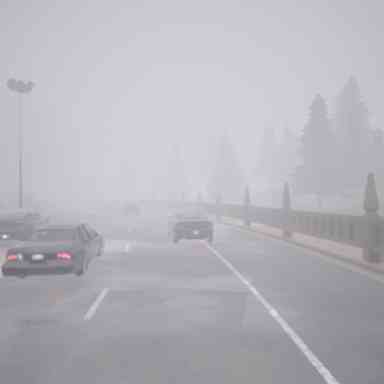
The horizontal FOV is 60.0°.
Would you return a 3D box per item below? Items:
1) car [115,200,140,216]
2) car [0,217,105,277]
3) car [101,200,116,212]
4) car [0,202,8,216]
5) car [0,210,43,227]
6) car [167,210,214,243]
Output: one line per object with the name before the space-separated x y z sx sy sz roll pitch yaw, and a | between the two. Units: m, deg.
car | -7.309 1.956 38.733 1.837 1.490 4.892 0 0 -22
car | -4.087 1.683 10.711 2.033 1.411 5.357 0 -1 -6
car | -12.078 1.942 49.655 2.097 1.767 4.553 0 -1 -29
car | -23.228 2.042 39.837 1.837 1.490 4.892 0 -1 -25
car | -8.564 1.728 16.997 1.837 1.490 4.892 0 -1 -9
car | -0.204 1.665 17.259 1.882 1.535 5.008 0 -1 -9
